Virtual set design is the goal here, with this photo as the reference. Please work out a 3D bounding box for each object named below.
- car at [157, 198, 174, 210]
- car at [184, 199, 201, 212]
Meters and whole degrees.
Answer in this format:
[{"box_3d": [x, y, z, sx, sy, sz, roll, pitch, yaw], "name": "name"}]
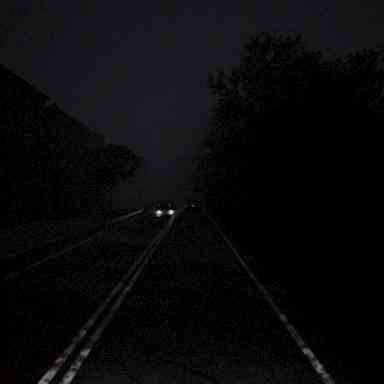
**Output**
[{"box_3d": [-3.336, 1.531, 42.827, 1.837, 1.490, 4.892, 0, 0, 0], "name": "car"}, {"box_3d": [0.100, 1.568, 38.956, 2.033, 1.411, 5.357, 0, 0, 0], "name": "car"}]
